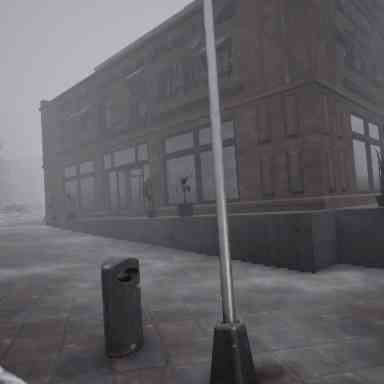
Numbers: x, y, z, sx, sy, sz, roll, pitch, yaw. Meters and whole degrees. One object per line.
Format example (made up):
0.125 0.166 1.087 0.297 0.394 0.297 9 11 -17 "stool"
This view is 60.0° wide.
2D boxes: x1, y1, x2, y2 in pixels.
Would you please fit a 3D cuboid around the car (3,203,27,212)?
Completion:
-27.272 2.414 51.185 4.892 1.490 1.837 -3 -3 36 "car"
